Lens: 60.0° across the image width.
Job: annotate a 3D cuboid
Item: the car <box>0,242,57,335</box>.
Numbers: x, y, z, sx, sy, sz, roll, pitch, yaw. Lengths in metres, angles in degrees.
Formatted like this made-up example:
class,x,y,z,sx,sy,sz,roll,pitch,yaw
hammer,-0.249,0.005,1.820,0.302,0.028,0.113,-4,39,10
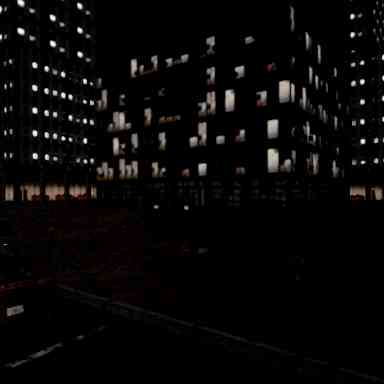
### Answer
class,x,y,z,sx,sy,sz,roll,pitch,yaw
car,-4.264,1.499,5.942,4.507,1.381,1.887,0,-1,36
